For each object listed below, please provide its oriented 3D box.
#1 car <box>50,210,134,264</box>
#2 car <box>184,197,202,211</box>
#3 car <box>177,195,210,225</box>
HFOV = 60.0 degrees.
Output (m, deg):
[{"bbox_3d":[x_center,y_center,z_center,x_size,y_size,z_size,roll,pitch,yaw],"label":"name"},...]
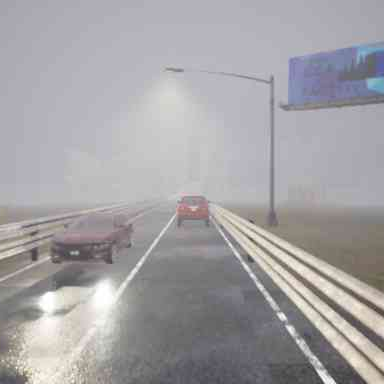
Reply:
[{"bbox_3d":[-3.336,1.473,11.978,1.882,1.535,5.008,0,0,0],"label":"car"},{"bbox_3d":[0.096,1.475,42.471,2.128,1.511,4.902,0,0,0],"label":"car"},{"bbox_3d":[0.112,1.212,23.901,2.150,2.045,5.566,0,0,0],"label":"car"}]
